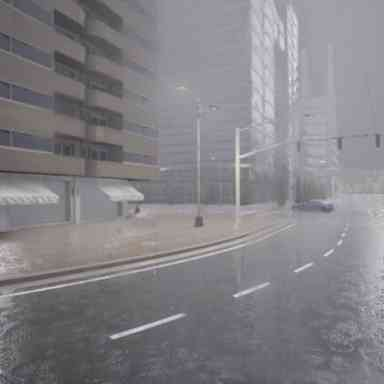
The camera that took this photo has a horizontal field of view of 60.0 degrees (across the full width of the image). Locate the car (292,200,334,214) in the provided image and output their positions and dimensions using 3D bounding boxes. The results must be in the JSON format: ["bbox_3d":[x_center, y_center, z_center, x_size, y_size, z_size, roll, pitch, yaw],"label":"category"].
[{"bbox_3d":[13.415,1.632,37.064,1.812,1.442,4.674,1,-1,-40],"label":"car"}]
